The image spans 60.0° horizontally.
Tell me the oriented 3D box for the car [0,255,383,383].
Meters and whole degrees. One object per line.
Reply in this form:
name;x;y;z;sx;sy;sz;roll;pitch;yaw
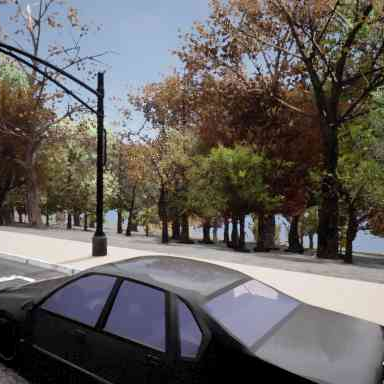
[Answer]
car;-0.551;1.547;4.071;5.357;1.411;2.033;0;0;35
